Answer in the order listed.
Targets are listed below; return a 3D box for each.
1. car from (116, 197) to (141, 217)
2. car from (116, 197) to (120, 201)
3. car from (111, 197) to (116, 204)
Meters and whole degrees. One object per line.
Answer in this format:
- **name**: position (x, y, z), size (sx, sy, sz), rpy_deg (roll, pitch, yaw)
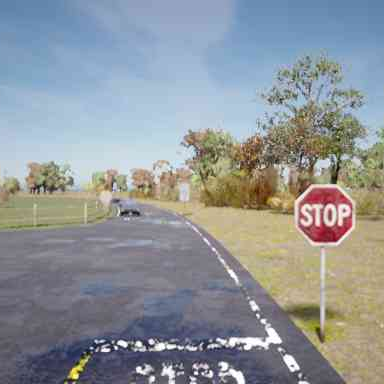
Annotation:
- **car**: position (-5.918, 1.525, 32.041), size (2.033, 1.411, 5.357), rpy_deg (0, 0, -10)
- **car**: position (-9.222, 1.458, 46.978), size (2.128, 1.511, 4.902), rpy_deg (0, 0, -15)
- **car**: position (-14.692, 1.551, 64.861), size (1.895, 1.301, 4.718), rpy_deg (0, 0, -20)
